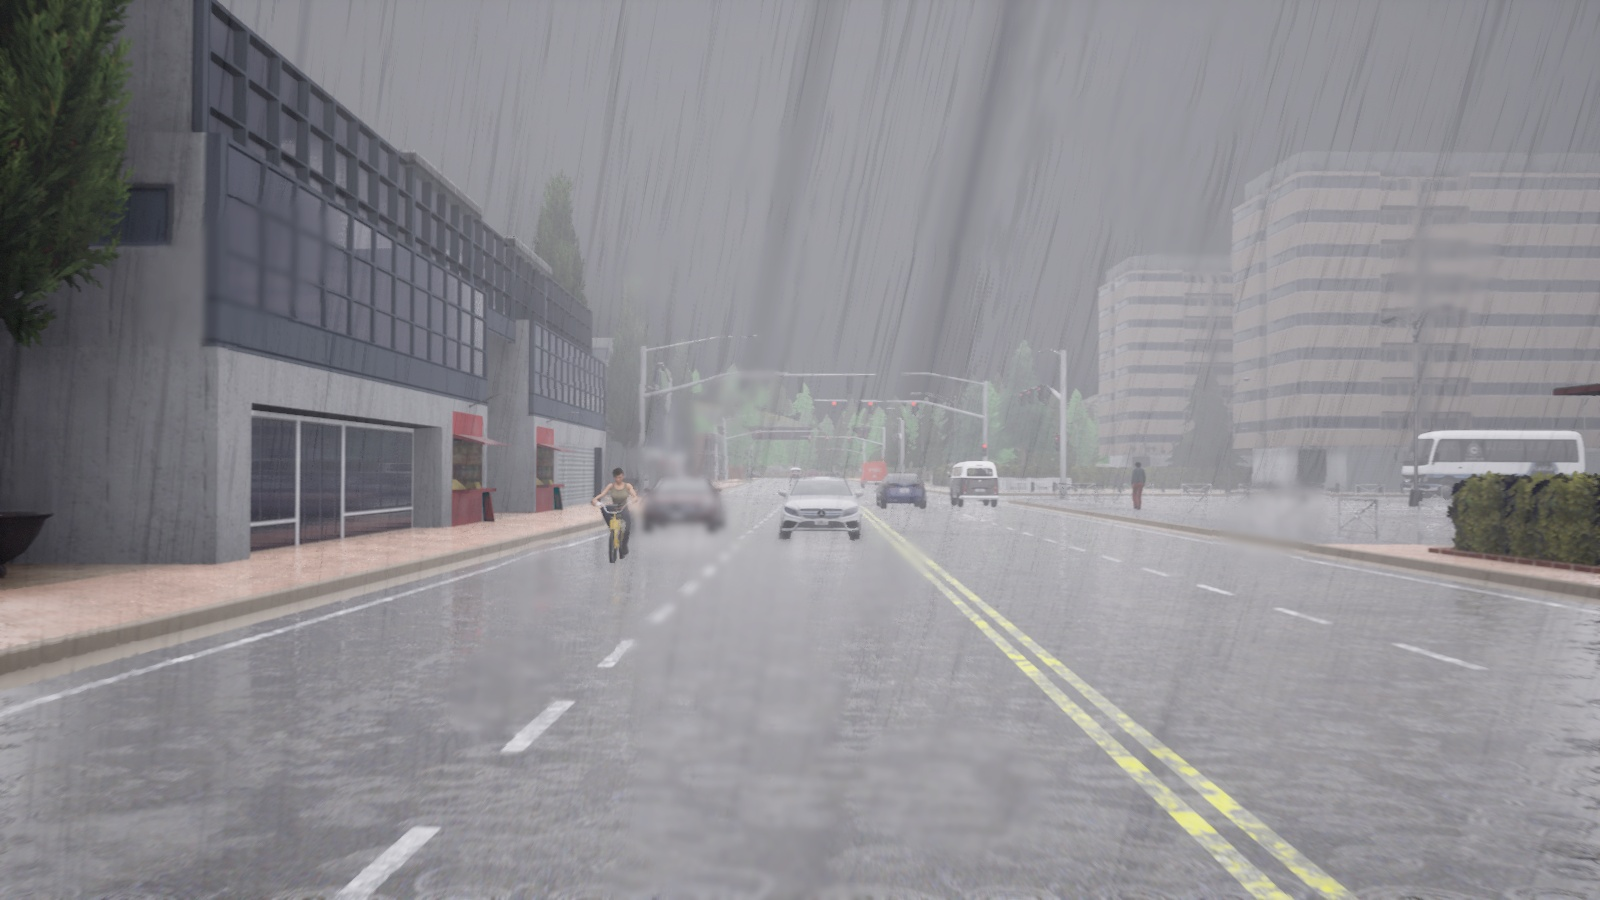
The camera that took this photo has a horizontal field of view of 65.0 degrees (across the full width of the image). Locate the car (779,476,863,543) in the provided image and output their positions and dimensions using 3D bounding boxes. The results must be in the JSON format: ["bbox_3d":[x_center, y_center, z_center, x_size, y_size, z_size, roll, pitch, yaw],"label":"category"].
[{"bbox_3d":[0.495,1.341,29.781,1.812,1.442,4.674,0,-1,1],"label":"car"}]

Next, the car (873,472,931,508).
[{"bbox_3d":[4.345,1.714,54.406,2.163,1.488,4.792,0,-1,0],"label":"car"}]

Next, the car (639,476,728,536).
[{"bbox_3d":[-2.961,1.406,32.759,1.812,1.442,4.674,0,-1,1],"label":"car"}]

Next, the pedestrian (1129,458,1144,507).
[{"bbox_3d":[12.706,1.220,47.456,0.353,1.847,0.614,0,-1,-4],"label":"pedestrian"}]

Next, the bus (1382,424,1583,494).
[{"bbox_3d":[42.262,0.575,78.031,10.273,4.253,3.944,0,-1,-1],"label":"bus"}]

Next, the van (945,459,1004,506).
[{"bbox_3d":[7.856,1.467,57.025,2.069,2.038,4.480,0,-1,0],"label":"van"}]

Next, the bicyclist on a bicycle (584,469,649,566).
[{"bbox_3d":[-3.125,1.127,21.496,0.866,1.612,1.509,0,-1,1],"label":"bicyclist on a bicycle"}]
